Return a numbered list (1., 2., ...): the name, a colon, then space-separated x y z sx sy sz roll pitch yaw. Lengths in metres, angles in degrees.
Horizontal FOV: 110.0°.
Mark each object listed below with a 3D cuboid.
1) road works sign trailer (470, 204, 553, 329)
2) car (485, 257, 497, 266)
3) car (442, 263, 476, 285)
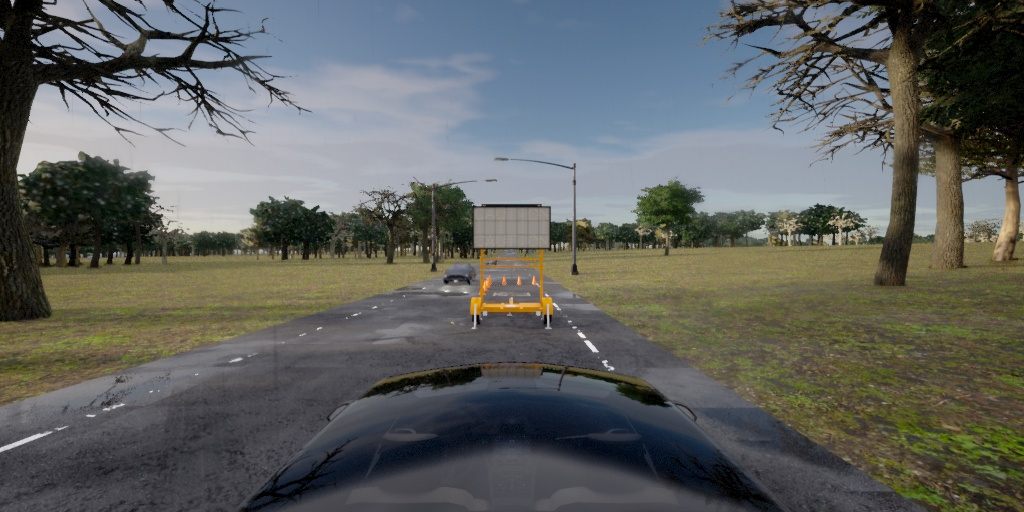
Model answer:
1. road works sign trailer: -0.010 0.198 11.146 2.380 3.560 2.880 0 0 0
2. car: -3.561 0.901 60.879 2.128 1.511 4.902 0 1 0
3. car: -3.624 1.217 25.744 2.033 1.411 5.357 0 0 0
